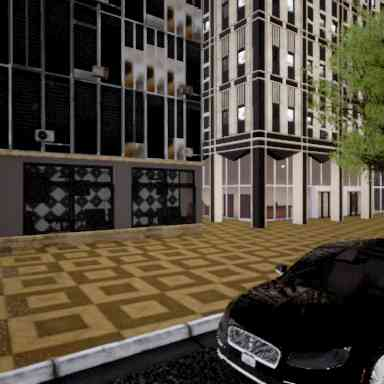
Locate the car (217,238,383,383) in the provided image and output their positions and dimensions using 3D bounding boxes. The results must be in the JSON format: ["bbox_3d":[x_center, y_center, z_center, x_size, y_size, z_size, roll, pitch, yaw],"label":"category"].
[{"bbox_3d":[2.572,1.514,4.892,4.892,1.490,1.837,0,0,-35],"label":"car"}]
